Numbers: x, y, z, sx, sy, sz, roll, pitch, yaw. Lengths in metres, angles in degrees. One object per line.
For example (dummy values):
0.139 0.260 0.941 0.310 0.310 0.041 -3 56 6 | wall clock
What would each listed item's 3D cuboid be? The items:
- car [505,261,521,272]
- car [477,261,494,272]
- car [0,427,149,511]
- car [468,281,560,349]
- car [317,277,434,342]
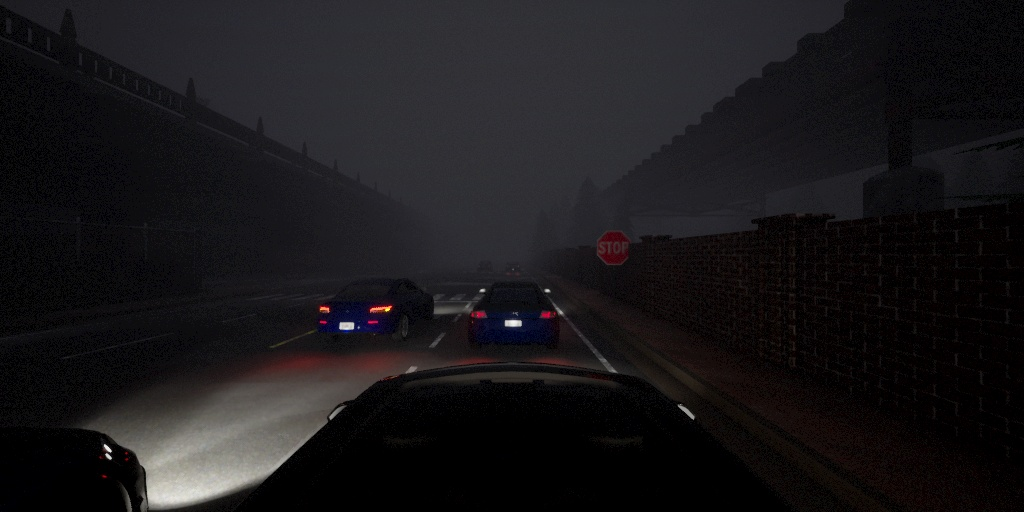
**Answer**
0.104 1.351 45.987 1.895 1.301 4.718 0 0 -1 | car
-3.391 1.297 45.828 2.033 1.411 5.357 0 0 -1 | car
-3.398 1.314 0.595 1.994 1.385 4.181 0 0 0 | car
0.070 1.314 9.169 1.994 1.385 4.181 0 0 1 | car
-3.411 1.276 9.691 1.812 1.442 4.674 0 0 0 | car
